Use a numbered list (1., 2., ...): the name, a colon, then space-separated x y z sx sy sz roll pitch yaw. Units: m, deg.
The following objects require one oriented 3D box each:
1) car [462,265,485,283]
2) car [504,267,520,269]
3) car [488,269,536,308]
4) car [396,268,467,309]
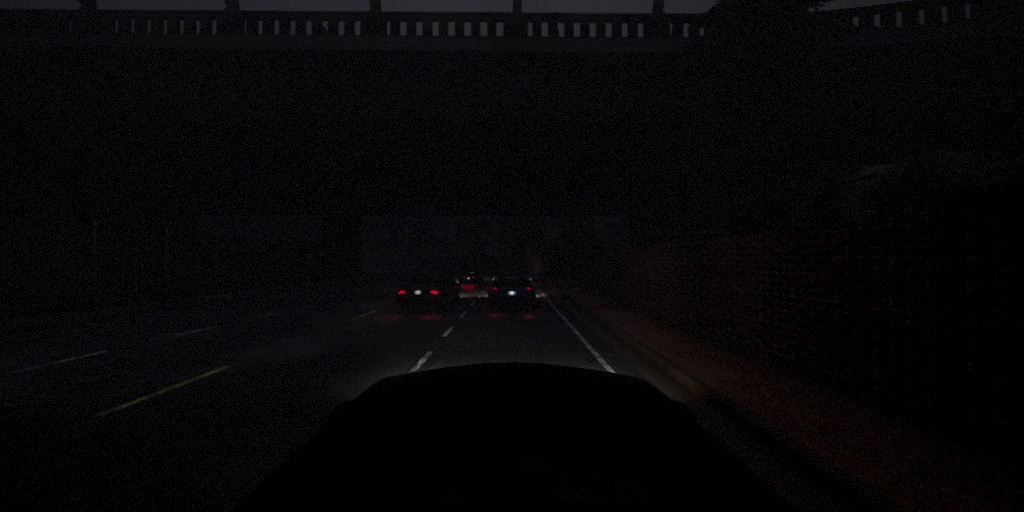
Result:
1. car: -3.520 1.533 31.143 1.837 1.490 4.892 0 0 -1
2. car: -0.008 1.624 30.951 1.895 1.301 4.718 0 0 0
3. car: 0.004 1.449 16.160 1.994 1.385 4.181 0 0 0
4. car: -3.498 1.429 15.837 2.033 1.411 5.357 0 -1 0
